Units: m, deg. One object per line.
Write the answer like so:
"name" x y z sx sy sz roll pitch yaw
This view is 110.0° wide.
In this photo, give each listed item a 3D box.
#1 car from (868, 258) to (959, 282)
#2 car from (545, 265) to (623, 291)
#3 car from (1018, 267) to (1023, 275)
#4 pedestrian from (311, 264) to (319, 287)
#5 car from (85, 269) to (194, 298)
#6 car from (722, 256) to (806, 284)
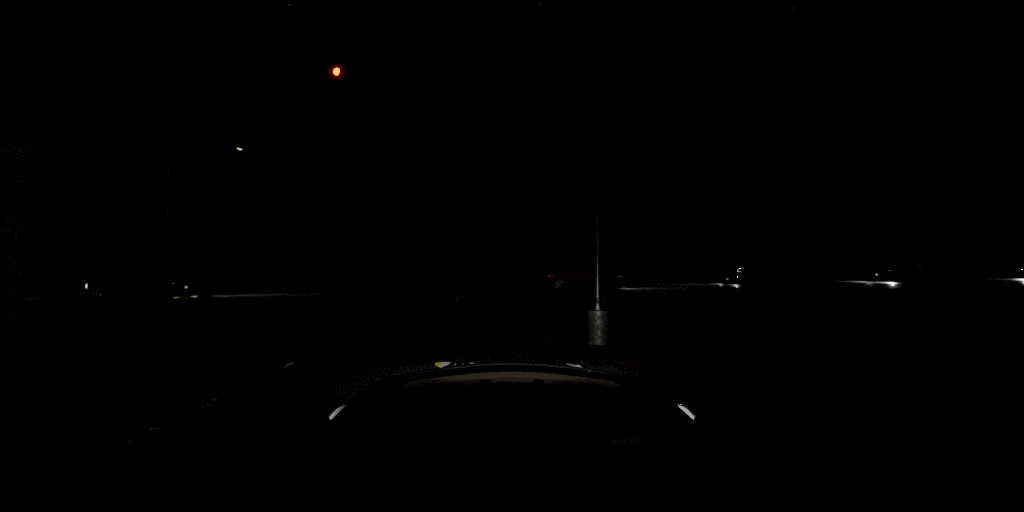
"car" 26.129 0.891 23.386 4.674 1.442 1.812 -1 -2 1
"car" 3.897 1.158 19.734 4.181 1.385 1.994 -1 -2 0
"car" 36.724 0.751 23.353 5.357 1.411 2.033 -1 -2 0
"pedestrian" -15.062 1.466 27.383 0.375 1.860 0.375 0 -1 0
"car" -20.427 1.482 19.792 4.902 1.511 2.128 -1 -2 0
"car" 16.280 0.875 23.413 4.553 1.767 2.097 -1 -2 0
